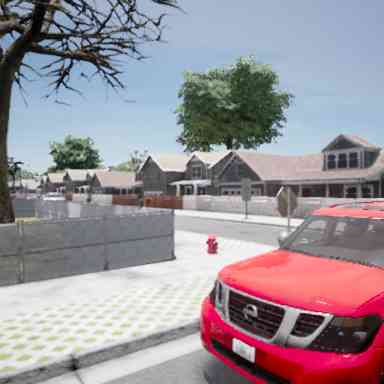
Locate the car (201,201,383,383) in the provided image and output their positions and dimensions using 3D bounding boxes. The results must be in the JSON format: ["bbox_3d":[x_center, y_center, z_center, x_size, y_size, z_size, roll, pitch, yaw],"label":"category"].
[{"bbox_3d":[2.762,1.196,4.906,5.566,2.045,2.150,-1,0,-35],"label":"car"}]

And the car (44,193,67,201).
[{"bbox_3d":[-19.169,1.183,46.480,2.150,2.045,5.566,0,0,-36],"label":"car"}]
